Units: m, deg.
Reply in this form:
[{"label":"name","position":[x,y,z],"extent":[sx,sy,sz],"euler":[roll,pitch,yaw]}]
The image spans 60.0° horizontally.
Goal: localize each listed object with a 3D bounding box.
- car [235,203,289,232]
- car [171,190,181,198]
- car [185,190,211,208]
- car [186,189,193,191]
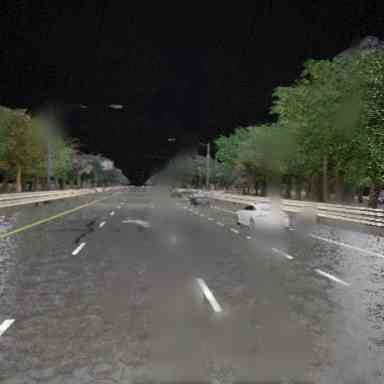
[{"label":"car","position":[3.831,1.349,18.686],"extent":[1.812,1.442,4.674],"euler":[1,1,-9]},{"label":"car","position":[-3.245,0.372,67.474],"extent":[1.837,1.490,4.892],"euler":[1,1,-3]},{"label":"car","position":[0.837,0.929,37.666],"extent":[2.128,1.511,4.902],"euler":[1,1,-9]},{"label":"car","position":[-0.389,-0.122,94.168],"extent":[2.097,1.767,4.553],"euler":[2,1,16]}]
